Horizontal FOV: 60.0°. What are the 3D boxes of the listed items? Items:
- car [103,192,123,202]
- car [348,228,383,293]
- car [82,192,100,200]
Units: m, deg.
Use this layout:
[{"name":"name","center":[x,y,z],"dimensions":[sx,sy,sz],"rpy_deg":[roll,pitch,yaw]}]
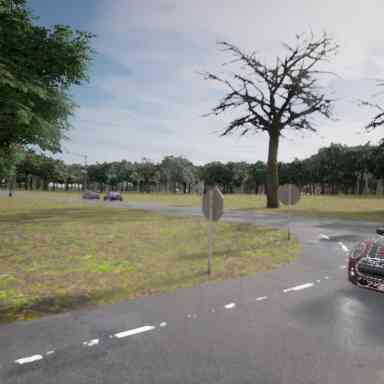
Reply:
[{"name":"car","center":[-12.291,0.713,51.892],"dimensions":[1.812,1.442,4.674],"rpy_deg":[2,-1,-35]},{"name":"car","center":[5.751,1.314,7.966],"dimensions":[4.553,1.767,2.097],"rpy_deg":[-1,1,-35]},{"name":"car","center":[-18.241,0.686,60.089],"dimensions":[2.033,1.411,5.357],"rpy_deg":[2,-1,-36]}]
